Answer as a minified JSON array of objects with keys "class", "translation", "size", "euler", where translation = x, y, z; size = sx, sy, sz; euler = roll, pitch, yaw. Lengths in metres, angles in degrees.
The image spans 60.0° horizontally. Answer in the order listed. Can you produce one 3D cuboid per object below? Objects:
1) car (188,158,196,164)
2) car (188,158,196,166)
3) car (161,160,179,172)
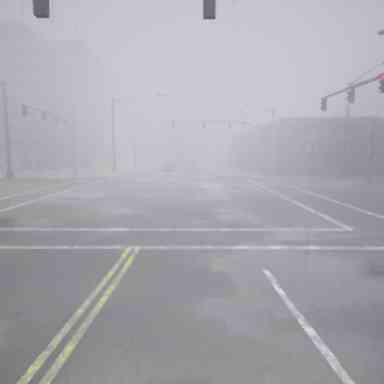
[{"class":"car","translation":[0.007,-7.892,85.049],"size":[2.033,1.411,5.357],"euler":[0,7,0]},{"class":"car","translation":[0.006,-6.676,75.270],"size":[1.994,1.385,4.181],"euler":[0,7,0]},{"class":"car","translation":[-3.563,-4.085,51.649],"size":[2.097,1.767,4.553],"euler":[0,7,0]}]
